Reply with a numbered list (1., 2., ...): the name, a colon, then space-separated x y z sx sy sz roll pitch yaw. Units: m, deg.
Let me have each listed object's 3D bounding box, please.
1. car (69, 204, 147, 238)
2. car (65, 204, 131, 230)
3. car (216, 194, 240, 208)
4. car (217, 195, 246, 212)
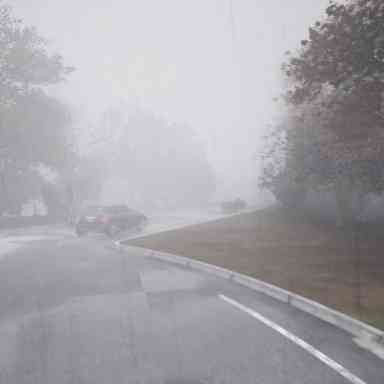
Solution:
1. car: -4.341 1.416 18.606 2.097 1.767 4.553 -1 0 20
2. car: -6.334 1.618 23.105 1.812 1.442 4.674 -1 0 25
3. car: 5.262 1.288 48.231 2.097 1.767 4.553 -1 0 25
4. car: 4.852 1.419 38.586 1.882 1.535 5.008 -1 0 25
